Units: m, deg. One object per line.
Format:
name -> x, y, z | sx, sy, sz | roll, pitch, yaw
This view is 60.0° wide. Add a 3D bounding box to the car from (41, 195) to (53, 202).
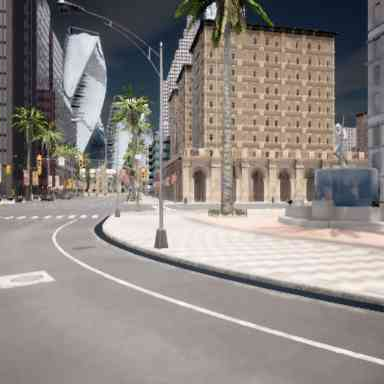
car -> -33.766, 1.484, 77.604 | 2.161, 1.482, 4.786 | 0, 0, -11
